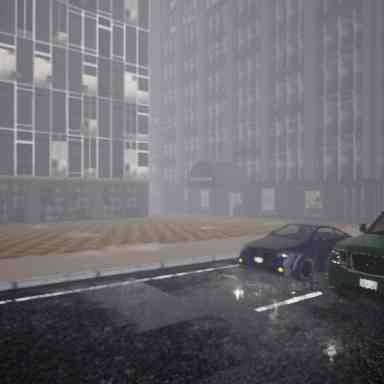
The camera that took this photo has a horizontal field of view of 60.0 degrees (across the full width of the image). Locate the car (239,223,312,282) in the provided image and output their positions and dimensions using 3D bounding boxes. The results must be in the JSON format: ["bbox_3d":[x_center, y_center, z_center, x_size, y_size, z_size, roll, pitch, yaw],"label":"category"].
[{"bbox_3d":[3.421,1.665,10.129,4.181,1.385,1.994,1,0,-36],"label":"car"}]

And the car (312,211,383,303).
[{"bbox_3d":[5.398,1.324,7.548,5.566,2.045,2.150,1,0,-36],"label":"car"}]
